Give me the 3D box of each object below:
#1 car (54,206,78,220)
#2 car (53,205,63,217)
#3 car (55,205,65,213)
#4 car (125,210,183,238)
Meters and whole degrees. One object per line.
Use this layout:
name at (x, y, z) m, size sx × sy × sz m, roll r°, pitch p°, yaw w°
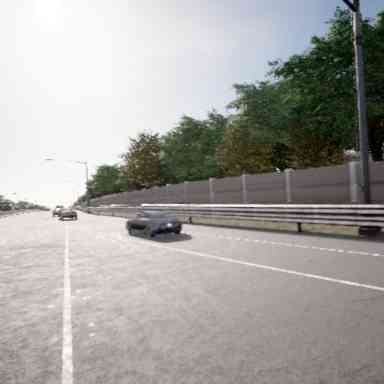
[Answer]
car at (-15.627, 2.742, 41.751) m, size 2.033 × 1.411 × 5.357 m, roll -3°, pitch -1°, yaw -27°
car at (-23.893, 3.605, 59.592) m, size 1.994 × 1.385 × 4.181 m, roll -3°, pitch -1°, yaw -22°
car at (-33.901, 4.340, 85.468) m, size 2.150 × 2.045 × 5.566 m, roll -4°, pitch -1°, yaw -21°
car at (-2.313, 1.779, 19.310) m, size 1.994 × 1.385 × 4.181 m, roll -3°, pitch 0°, yaw -34°
